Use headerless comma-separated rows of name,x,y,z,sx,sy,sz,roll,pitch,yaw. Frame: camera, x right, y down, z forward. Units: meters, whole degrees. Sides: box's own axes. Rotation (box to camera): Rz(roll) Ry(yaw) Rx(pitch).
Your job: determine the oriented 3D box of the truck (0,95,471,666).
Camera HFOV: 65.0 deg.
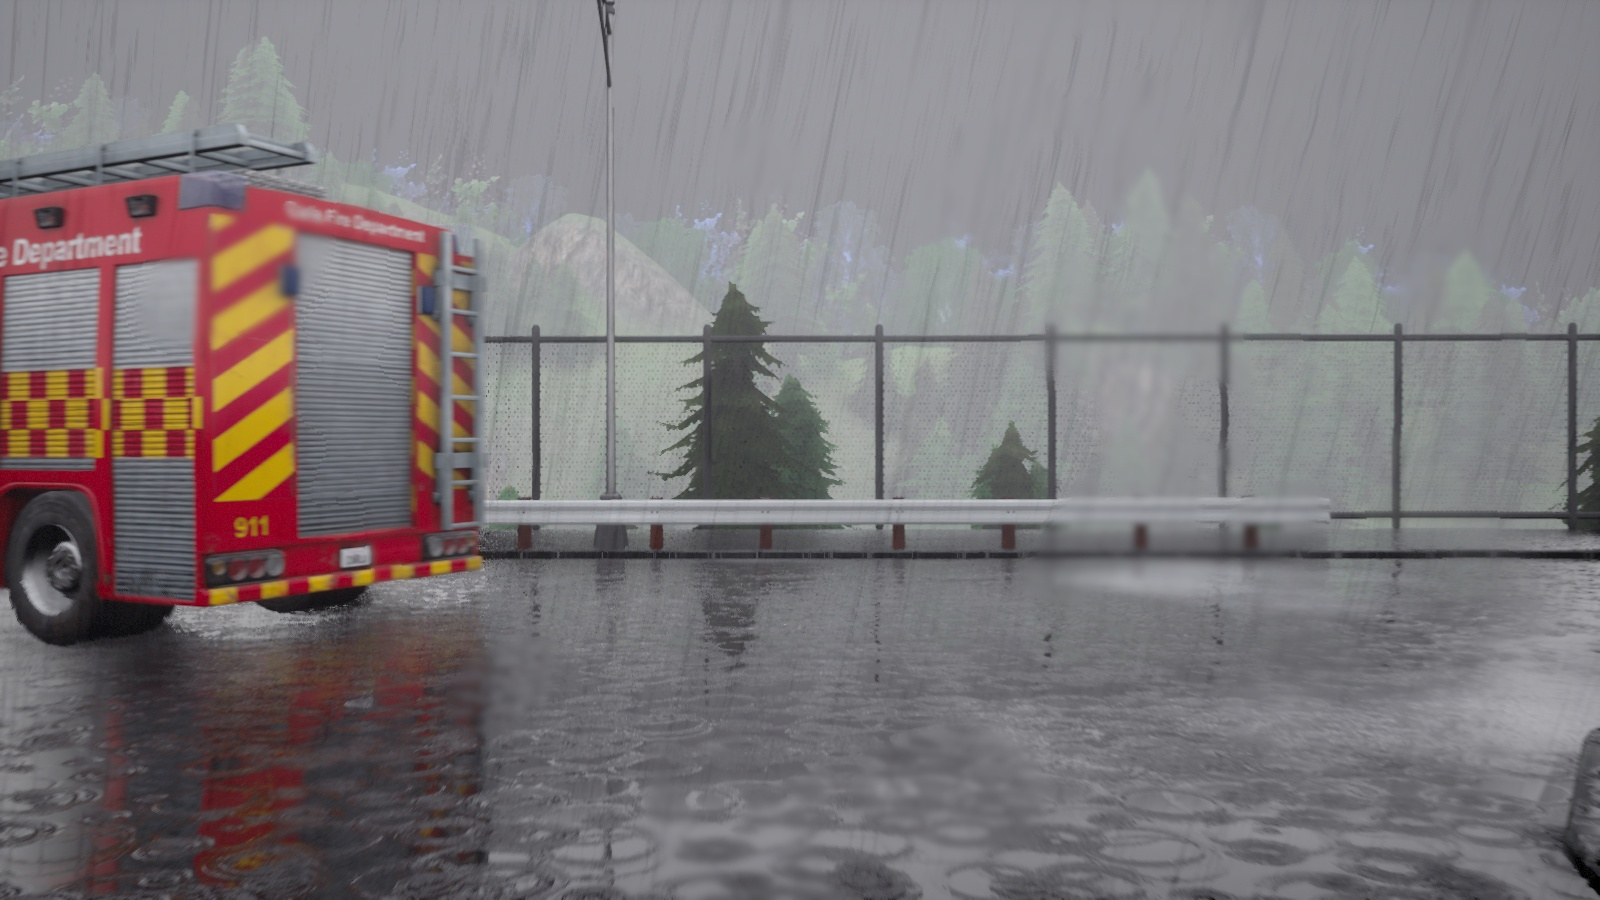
truck,-7.329,-0.485,11.577,8.468,3.827,2.891,0,0,26
